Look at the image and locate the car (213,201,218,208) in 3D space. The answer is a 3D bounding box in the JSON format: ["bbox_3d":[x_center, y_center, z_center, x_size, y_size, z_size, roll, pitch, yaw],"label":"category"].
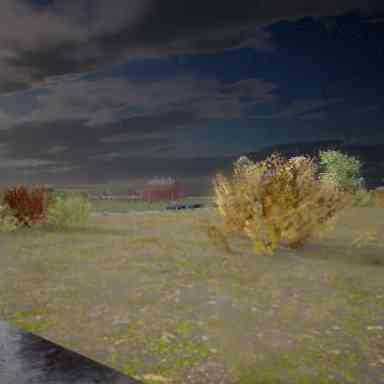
[{"bbox_3d":[6.145,2.302,67.027,2.097,1.767,4.553,-2,-2,36],"label":"car"}]

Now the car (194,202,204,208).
[{"bbox_3d":[0.266,2.585,64.840,1.895,1.301,4.718,-2,-2,36],"label":"car"}]

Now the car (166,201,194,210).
[{"bbox_3d":[-2.340,2.283,55.227,2.128,1.511,4.902,-2,-2,36],"label":"car"}]
